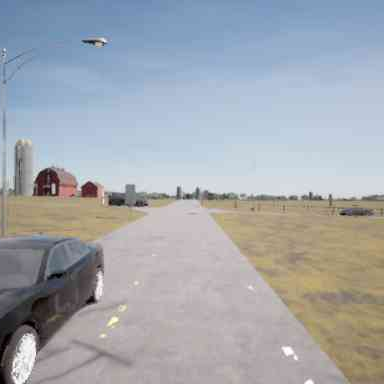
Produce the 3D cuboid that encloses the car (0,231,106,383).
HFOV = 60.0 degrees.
[{"bbox_3d":[-2.851,1.502,5.450,1.882,1.535,5.008,0,0,0],"label":"car"}]

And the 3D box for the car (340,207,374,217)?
[{"bbox_3d":[22.667,2.709,45.752,4.181,1.385,1.994,2,-1,0],"label":"car"}]

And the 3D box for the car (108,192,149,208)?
[{"bbox_3d":[-8.654,1.164,45.565,5.566,2.045,2.150,3,-1,0],"label":"car"}]
